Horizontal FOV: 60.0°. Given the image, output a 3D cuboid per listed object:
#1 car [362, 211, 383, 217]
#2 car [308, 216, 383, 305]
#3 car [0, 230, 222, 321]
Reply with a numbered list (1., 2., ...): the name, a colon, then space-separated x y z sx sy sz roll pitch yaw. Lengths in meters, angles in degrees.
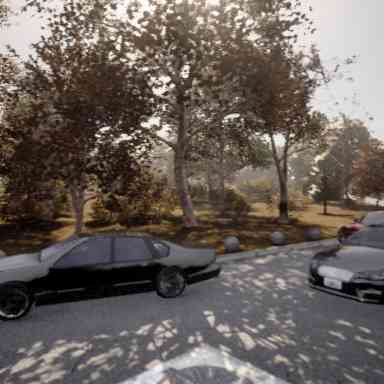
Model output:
1. car: 8.039 1.528 13.817 5.008 1.535 1.882 0 -1 -38
2. car: 4.766 1.497 7.733 4.902 1.511 2.128 0 0 -33
3. car: -2.012 1.584 7.350 5.357 1.411 2.033 0 0 -23
